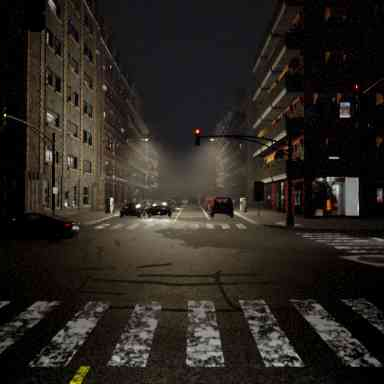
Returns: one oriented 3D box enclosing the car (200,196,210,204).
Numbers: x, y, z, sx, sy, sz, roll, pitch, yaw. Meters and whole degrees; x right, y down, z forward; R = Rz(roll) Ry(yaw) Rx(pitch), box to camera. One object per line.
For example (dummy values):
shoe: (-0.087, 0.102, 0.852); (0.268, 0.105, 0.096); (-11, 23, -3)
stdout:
car: (2.659, 1.558, 69.087); (1.967, 1.590, 4.097); (1, 0, 0)

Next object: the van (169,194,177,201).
van: (-5.194, 1.591, 91.317); (1.690, 1.788, 3.998); (1, 0, 0)

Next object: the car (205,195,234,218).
car: (2.620, 1.327, 30.165); (2.192, 1.841, 5.009); (1, 0, 0)

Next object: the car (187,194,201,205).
car: (0.174, 1.552, 59.909); (1.882, 1.535, 5.008); (0, 0, 0)

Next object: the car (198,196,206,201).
car: (2.683, 1.816, 91.338); (1.947, 1.339, 4.313); (1, 0, 0)

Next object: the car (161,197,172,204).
car: (-5.223, 1.668, 69.061); (2.008, 1.369, 4.403); (1, 0, 0)

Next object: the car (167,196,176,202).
car: (-5.204, 1.766, 85.752); (2.008, 1.369, 4.403); (1, 0, 0)

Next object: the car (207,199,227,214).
car: (2.623, 1.541, 35.894); (1.752, 1.417, 4.829); (1, 0, 0)

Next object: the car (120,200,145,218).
car: (-5.264, 1.578, 30.128); (1.947, 1.339, 4.313); (1, 0, 0)

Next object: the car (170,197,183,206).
car: (-2.680, 1.620, 59.568); (2.033, 1.411, 5.357); (0, 0, 0)

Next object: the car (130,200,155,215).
car: (-5.258, 1.581, 35.689); (1.947, 1.339, 4.313); (1, 0, 0)

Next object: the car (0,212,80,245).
car: (-7.422, 1.622, 15.362); (4.181, 1.385, 1.994); (0, -1, 0)

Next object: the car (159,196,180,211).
car: (-2.786, 1.524, 39.273); (1.837, 1.490, 4.892); (0, 0, 0)

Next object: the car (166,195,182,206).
car: (-2.722, 1.602, 49.207); (1.994, 1.385, 4.181); (0, 0, 1)

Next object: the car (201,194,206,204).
car: (2.632, 1.337, 41.289); (2.192, 1.841, 5.009); (1, 0, 0)

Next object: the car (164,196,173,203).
car: (-5.216, 1.673, 74.453); (1.752, 1.417, 4.829); (1, 0, 0)

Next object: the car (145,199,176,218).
car: (-2.805, 1.576, 30.393); (1.994, 1.385, 4.181); (0, 0, 0)

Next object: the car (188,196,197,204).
car: (0.153, 1.602, 70.349); (1.882, 1.535, 5.008); (0, 0, 0)
